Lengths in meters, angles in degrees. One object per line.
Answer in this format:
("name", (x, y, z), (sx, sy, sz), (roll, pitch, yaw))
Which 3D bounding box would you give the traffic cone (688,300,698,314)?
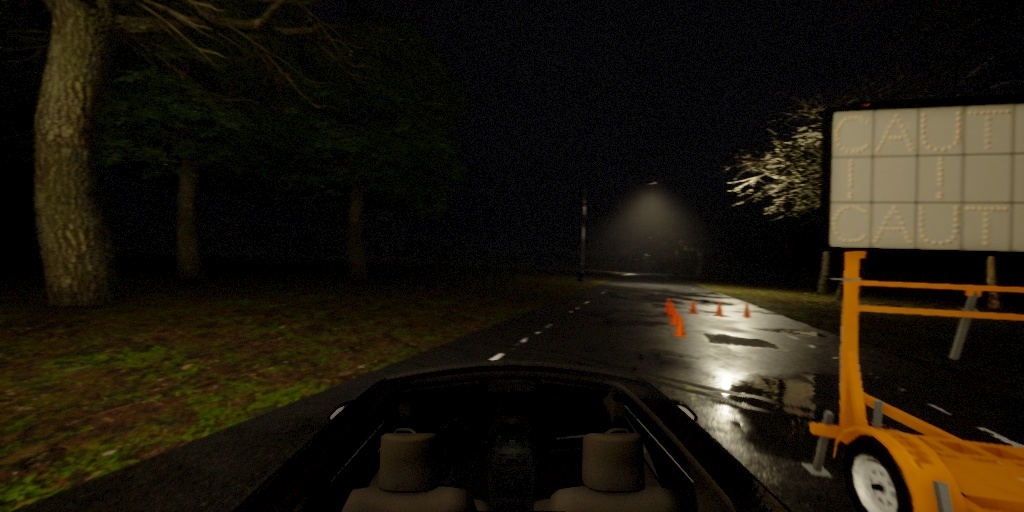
("traffic cone", (7.888, 2.202, 15.617), (0.340, 0.580, 0.340), (0, 0, 21))

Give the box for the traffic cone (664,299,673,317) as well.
("traffic cone", (6.252, 2.117, 14.096), (0.340, 0.580, 0.340), (0, 0, 21))

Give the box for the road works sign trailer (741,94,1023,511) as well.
("road works sign trailer", (3.989, 0.391, 3.255), (2.380, 3.560, 2.880), (0, 0, 13))

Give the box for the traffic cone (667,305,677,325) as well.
("traffic cone", (5.551, 2.064, 12.223), (0.340, 0.580, 0.340), (0, 0, 21))

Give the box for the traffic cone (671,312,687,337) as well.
("traffic cone", (4.850, 2.011, 10.351), (0.340, 0.580, 0.340), (0, 0, 21))

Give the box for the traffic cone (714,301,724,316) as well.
("traffic cone", (8.824, 2.234, 15.266), (0.340, 0.580, 0.340), (0, 0, 21))
